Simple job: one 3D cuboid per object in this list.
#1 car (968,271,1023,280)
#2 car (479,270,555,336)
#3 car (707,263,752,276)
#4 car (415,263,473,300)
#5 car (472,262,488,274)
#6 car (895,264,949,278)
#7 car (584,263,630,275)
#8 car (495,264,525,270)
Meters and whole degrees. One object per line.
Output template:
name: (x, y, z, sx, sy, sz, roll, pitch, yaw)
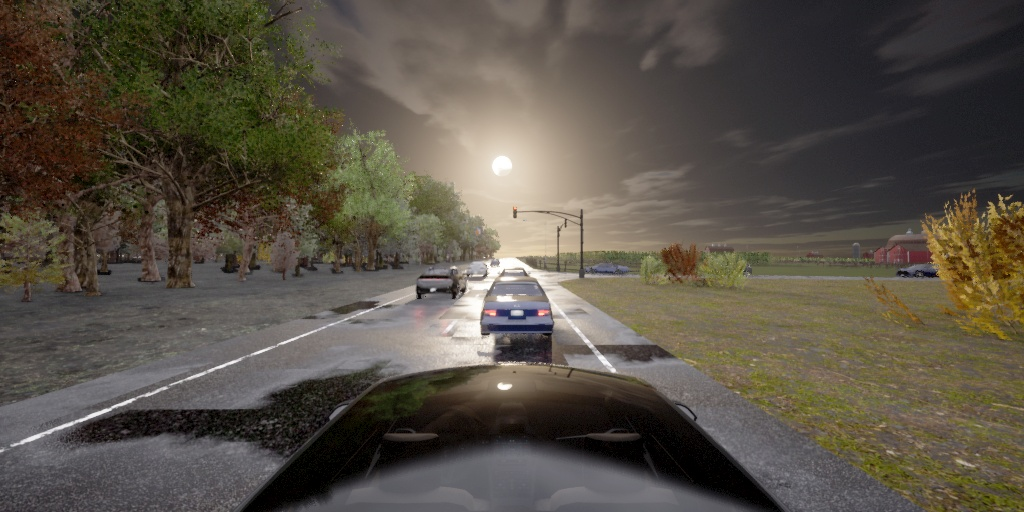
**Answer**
car: (51.436, 1.910, 37.965, 4.718, 1.301, 1.895, 1, -1, 1)
car: (0.105, 1.300, 10.396, 2.033, 1.411, 5.357, 0, 0, 0)
car: (25.148, 1.583, 41.730, 4.892, 1.490, 1.837, 0, -1, 0)
car: (-3.394, 1.246, 17.874, 2.128, 1.511, 4.902, 0, 0, 0)
car: (-3.385, 1.282, 35.668, 1.812, 1.442, 4.674, 0, 0, 0)
car: (47.527, 1.677, 41.576, 4.553, 1.767, 2.097, 0, -1, 1)
car: (11.007, 1.482, 42.239, 5.357, 1.411, 2.033, 1, -1, 7)
car: (0.114, 1.318, 19.638, 1.994, 1.385, 4.181, 0, 0, 0)
